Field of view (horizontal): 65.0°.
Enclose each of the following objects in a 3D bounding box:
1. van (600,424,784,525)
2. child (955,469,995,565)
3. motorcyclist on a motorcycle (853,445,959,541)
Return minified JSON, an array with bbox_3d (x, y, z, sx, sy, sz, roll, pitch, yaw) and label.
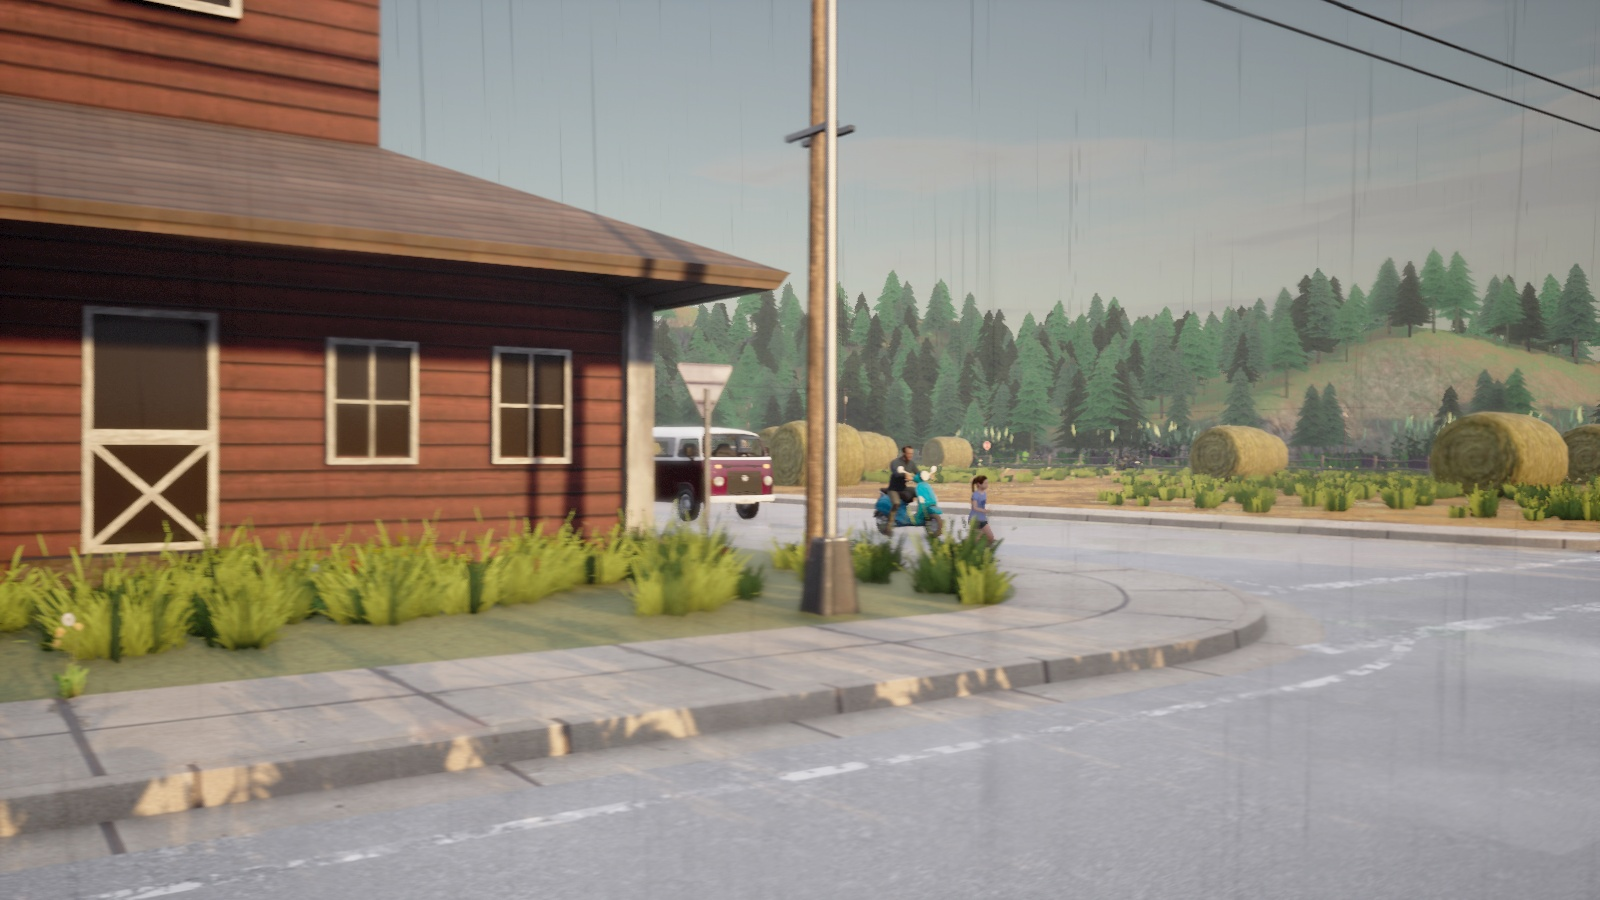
[{"bbox_3d":[-2.481,0.506,27.842,2.069,2.038,4.480,0,0,-36],"label":"van"},{"bbox_3d":[2.062,0.785,14.823,0.255,1.110,0.394,0,0,-45],"label":"child"},{"bbox_3d":[1.828,0.712,21.846,0.866,1.590,1.817,0,0,-36],"label":"motorcyclist on a motorcycle"}]
